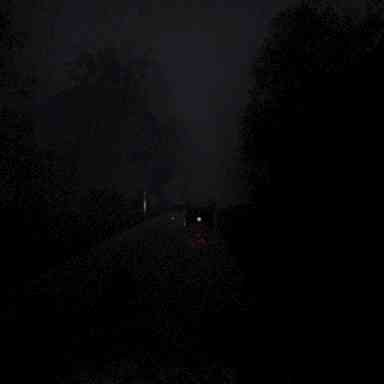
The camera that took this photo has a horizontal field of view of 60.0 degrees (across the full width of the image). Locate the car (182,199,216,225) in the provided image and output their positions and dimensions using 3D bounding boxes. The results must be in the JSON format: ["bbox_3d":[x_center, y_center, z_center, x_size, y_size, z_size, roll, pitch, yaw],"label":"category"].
[{"bbox_3d":[0.579,1.516,24.041,1.837,1.490,4.892,0,0,3],"label":"car"}]

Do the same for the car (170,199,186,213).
[{"bbox_3d":[-1.258,1.594,38.492,1.882,1.535,5.008,0,-1,6],"label":"car"}]
